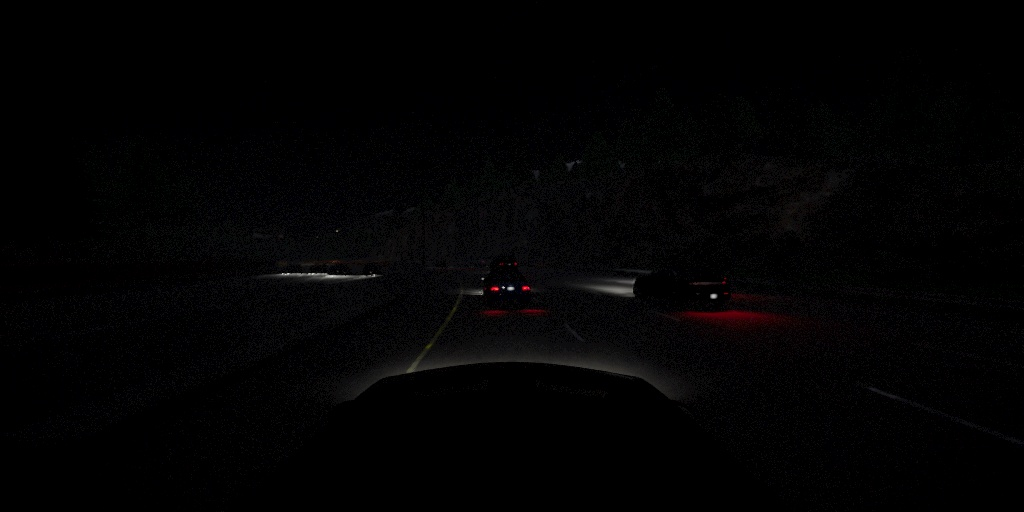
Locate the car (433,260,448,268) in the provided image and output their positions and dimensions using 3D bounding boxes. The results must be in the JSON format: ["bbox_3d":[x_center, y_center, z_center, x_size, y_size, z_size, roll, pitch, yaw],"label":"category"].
[{"bbox_3d":[-12.696,1.427,63.430,1.812,1.442,4.674,0,0,-24],"label":"car"}]

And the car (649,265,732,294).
[{"bbox_3d":[9.785,1.229,20.180,1.895,1.301,4.718,-1,0,-7],"label":"car"}]

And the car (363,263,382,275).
[{"bbox_3d":[-16.580,1.498,42.811,2.033,1.411,5.357,-1,0,-16],"label":"car"}]

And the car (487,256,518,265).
[{"bbox_3d":[-0.931,0.980,39.984,2.150,2.045,5.566,0,0,-15],"label":"car"}]

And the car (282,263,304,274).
[{"bbox_3d":[-29.653,1.675,48.719,1.994,1.385,4.181,-1,0,-20],"label":"car"}]

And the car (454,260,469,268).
[{"bbox_3d":[-9.053,1.382,63.810,1.812,1.442,4.674,0,0,-24],"label":"car"}]

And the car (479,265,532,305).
[{"bbox_3d":[-0.342,1.300,16.226,2.033,1.411,5.357,-1,0,-7],"label":"car"}]

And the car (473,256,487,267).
[{"bbox_3d":[-5.268,1.031,64.062,2.150,2.045,5.566,0,0,-24],"label":"car"}]

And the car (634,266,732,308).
[{"bbox_3d":[6.681,1.159,14.655,2.128,1.511,4.902,-1,0,-5],"label":"car"}]

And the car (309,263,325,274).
[{"bbox_3d":[-25.642,1.625,47.898,1.994,1.385,4.181,-1,0,-19],"label":"car"}]

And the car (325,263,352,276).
[{"bbox_3d":[-20.008,1.557,41.933,1.994,1.385,4.181,-1,0,-16],"label":"car"}]
